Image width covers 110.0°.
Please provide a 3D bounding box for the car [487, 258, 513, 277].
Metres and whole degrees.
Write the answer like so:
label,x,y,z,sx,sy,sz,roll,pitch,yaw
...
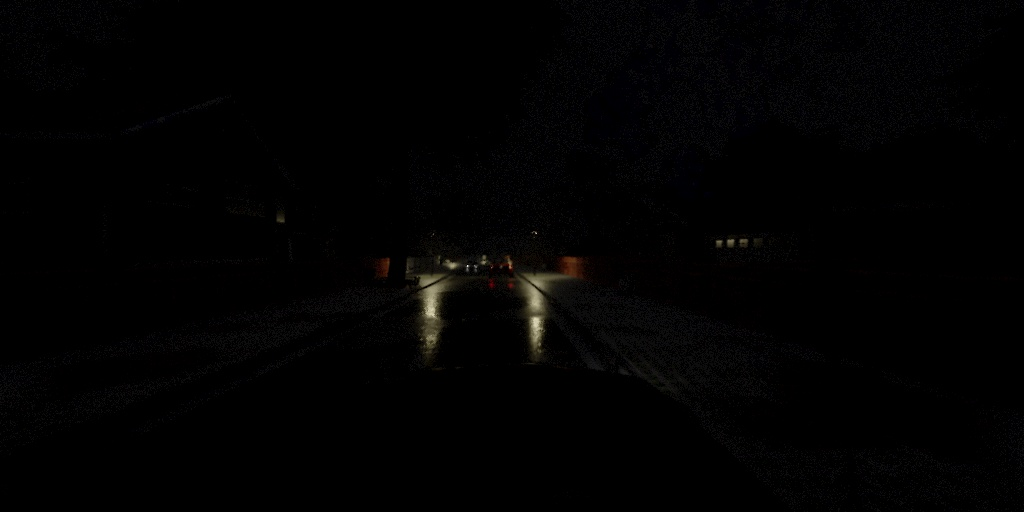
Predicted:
label,x,y,z,sx,sy,sz,roll,pitch,yaw
car,-1.037,0.942,32.395,2.097,1.767,4.553,0,0,-4
